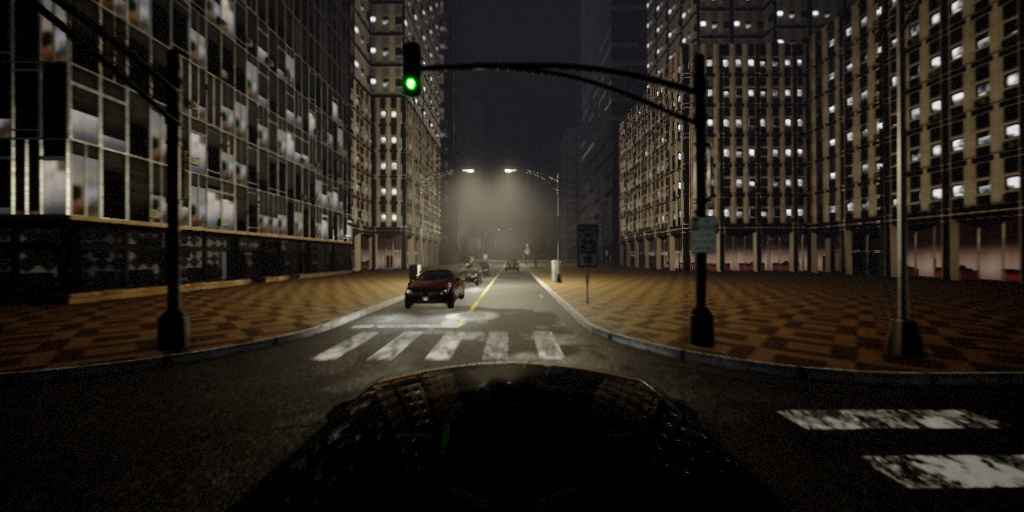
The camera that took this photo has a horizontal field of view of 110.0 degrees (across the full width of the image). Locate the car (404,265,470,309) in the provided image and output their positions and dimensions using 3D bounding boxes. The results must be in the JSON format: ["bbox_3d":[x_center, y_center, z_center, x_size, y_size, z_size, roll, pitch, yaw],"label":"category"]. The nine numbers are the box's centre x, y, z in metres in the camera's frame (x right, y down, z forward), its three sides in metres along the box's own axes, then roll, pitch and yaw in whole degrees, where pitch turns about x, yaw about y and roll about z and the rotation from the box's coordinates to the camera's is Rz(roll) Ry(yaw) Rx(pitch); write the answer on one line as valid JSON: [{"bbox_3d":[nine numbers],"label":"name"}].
[{"bbox_3d":[-3.097,1.267,15.174,1.812,1.442,4.674,0,0,0],"label":"car"}]

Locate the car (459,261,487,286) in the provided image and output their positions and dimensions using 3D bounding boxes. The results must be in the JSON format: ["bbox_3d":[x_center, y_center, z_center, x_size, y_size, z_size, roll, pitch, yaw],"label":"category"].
[{"bbox_3d":[-3.094,1.239,25.420,1.837,1.490,4.892,0,0,0],"label":"car"}]

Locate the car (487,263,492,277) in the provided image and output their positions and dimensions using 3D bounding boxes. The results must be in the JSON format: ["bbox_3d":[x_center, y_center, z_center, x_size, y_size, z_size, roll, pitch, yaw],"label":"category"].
[{"bbox_3d":[-3.087,1.252,35.413,1.812,1.442,4.674,0,0,0],"label":"car"}]

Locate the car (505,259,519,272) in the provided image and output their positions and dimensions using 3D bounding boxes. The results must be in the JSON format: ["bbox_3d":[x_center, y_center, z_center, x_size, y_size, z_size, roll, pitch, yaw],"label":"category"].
[{"bbox_3d":[0.003,1.249,45.311,2.033,1.411,5.357,0,0,0],"label":"car"}]
